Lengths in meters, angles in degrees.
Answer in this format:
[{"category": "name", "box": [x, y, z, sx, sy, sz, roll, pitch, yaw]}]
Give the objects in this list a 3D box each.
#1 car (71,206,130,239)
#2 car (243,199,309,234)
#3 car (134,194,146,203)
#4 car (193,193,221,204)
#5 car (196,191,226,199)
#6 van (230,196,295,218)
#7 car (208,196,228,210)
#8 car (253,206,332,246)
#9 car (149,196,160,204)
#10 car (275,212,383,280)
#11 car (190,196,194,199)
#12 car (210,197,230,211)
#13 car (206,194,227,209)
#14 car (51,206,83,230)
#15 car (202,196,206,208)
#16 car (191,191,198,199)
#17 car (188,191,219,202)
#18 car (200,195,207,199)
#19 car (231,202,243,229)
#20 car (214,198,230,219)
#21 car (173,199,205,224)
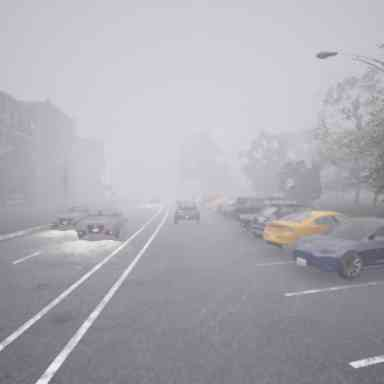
[{"category": "car", "box": [-4.507, 1.577, 17.395, 1.994, 1.385, 4.181, 0, 0, -1]}, {"category": "car", "box": [5.096, 1.364, 15.830, 4.553, 1.767, 2.185, 1, 0, -21]}, {"category": "car", "box": [-9.767, 1.126, 62.527, 2.097, 1.767, 4.553, 0, 1, -4]}, {"category": "car", "box": [2.809, 1.188, 60.365, 4.553, 1.767, 2.185, 0, 2, -25]}, {"category": "car", "box": [3.888, 1.271, 45.538, 5.566, 2.045, 2.435, 1, 0, -24]}, {"category": "van", "box": [5.078, 1.275, 21.825, 4.442, 1.987, 1.878, 1, 0, -22]}, {"category": "car", "box": [4.678, 1.522, 33.725, 5.366, 1.575, 1.946, 1, 0, -23]}, {"category": "car", "box": [5.183, 1.487, 12.866, 5.008, 1.535, 2.097, 1, 0, -21]}, {"category": "car", "box": [-6.713, 1.441, 59.500, 1.895, 1.301, 4.718, 0, 1, -4]}, {"category": "car", "box": [5.210, 1.515, 9.883, 4.792, 1.488, 2.163, 1, 0, -21]}, {"category": "car", "box": [-1.232, 1.598, 42.852, 2.033, 1.411, 5.357, 0, 0, -3]}, {"category": "car", "box": [4.632, 1.516, 30.685, 5.008, 1.535, 2.097, 1, 0, -23]}, {"category": "car", "box": [4.393, 1.403, 36.626, 4.553, 1.767, 2.185, 1, 0, -23]}, {"category": "car", "box": [-7.419, 1.586, 21.337, 1.994, 1.385, 4.181, 0, 0, -2]}, {"category": "car", "box": [4.202, 1.534, 39.587, 5.008, 1.535, 2.097, 1, 0, -23]}, {"category": "car", "box": [3.227, 1.177, 54.406, 5.566, 2.045, 2.435, 0, 1, -24]}, {"category": "car", "box": [2.292, 0.926, 66.286, 5.566, 2.045, 2.435, 0, 1, -25]}, {"category": "car", "box": [4.048, 1.534, 42.552, 4.892, 1.521, 2.231, 1, 1, -24]}, {"category": "car", "box": [5.062, 1.494, 18.802, 5.008, 1.535, 2.097, 1, 0, -22]}, {"category": "car", "box": [4.769, 1.510, 27.710, 5.008, 1.535, 2.097, 1, 0, -22]}, {"category": "car", "box": [-0.401, 1.515, 25.326, 2.128, 1.511, 4.902, 0, 0, -2]}]
